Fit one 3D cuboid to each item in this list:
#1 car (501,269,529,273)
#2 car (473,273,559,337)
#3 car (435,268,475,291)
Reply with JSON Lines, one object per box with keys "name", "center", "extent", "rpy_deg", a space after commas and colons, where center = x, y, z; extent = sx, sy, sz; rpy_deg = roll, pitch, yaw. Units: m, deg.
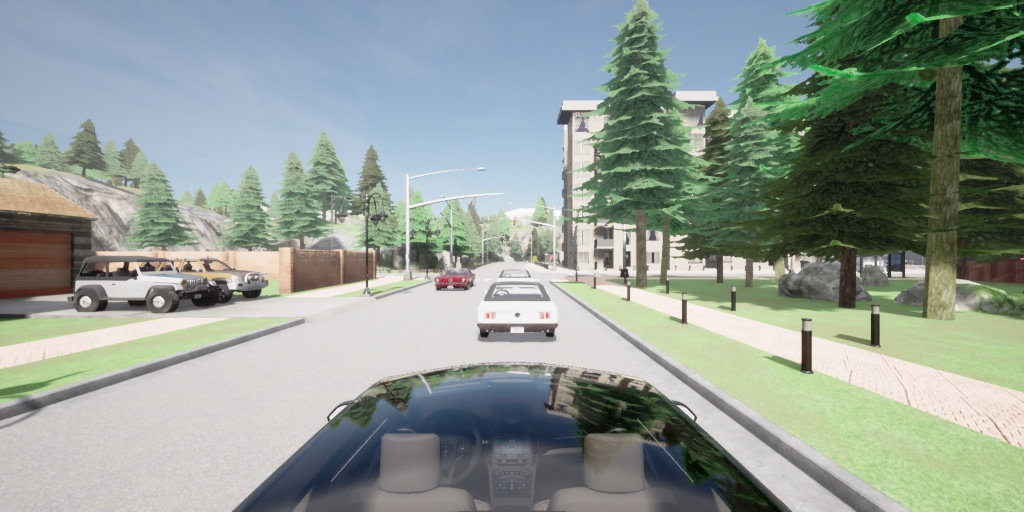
{"name": "car", "center": [0.167, 1.351, 19.359], "extent": [1.895, 1.301, 4.718], "rpy_deg": [0, 0, 0]}
{"name": "car", "center": [0.134, 1.351, 10.192], "extent": [1.895, 1.301, 4.718], "rpy_deg": [0, 0, 0]}
{"name": "car", "center": [-3.421, 1.416, 22.135], "extent": [1.895, 1.301, 4.718], "rpy_deg": [0, 0, 0]}
